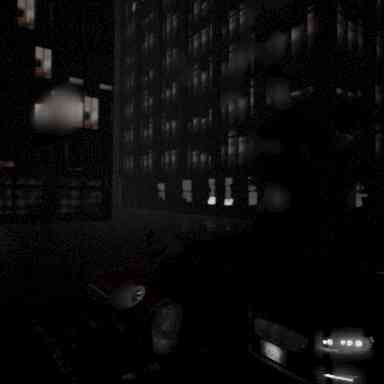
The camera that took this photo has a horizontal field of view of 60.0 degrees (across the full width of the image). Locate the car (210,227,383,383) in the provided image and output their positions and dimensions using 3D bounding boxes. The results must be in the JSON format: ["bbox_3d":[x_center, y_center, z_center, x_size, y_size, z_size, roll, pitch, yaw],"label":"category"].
[{"bbox_3d":[2.907,1.548,5.123,4.902,1.511,2.128,1,0,-35],"label":"car"}]

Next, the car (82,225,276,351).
[{"bbox_3d":[0.124,1.478,6.183,4.097,1.590,1.967,1,0,-35],"label":"car"}]

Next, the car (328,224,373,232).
[{"bbox_3d":[4.639,1.641,9.399,4.507,1.381,1.887,1,0,-35],"label":"car"}]
